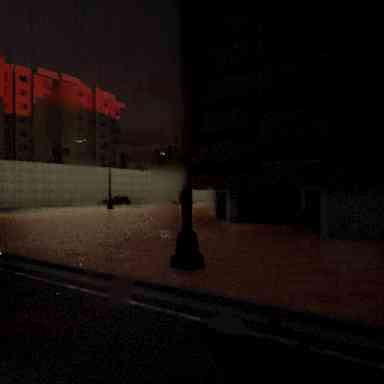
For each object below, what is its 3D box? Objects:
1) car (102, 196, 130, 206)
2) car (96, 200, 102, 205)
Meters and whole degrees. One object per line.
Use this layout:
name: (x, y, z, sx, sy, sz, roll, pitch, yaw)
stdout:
car: (-15.513, 1.798, 69.736, 2.150, 2.045, 5.566, -1, 0, 36)
car: (-18.336, 2.112, 71.799, 1.837, 1.490, 4.892, -1, 0, 36)
